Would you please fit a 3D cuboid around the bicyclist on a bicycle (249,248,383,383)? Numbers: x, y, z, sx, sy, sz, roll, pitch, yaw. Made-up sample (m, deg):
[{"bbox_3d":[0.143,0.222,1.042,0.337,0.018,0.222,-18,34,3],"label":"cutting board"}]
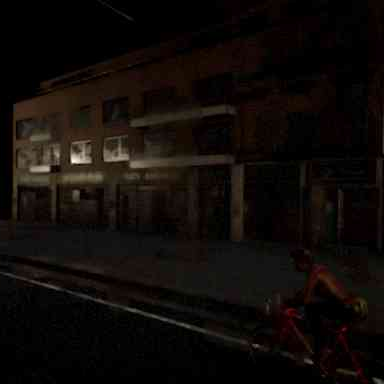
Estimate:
[{"bbox_3d":[1.371,1.464,3.678,1.656,1.620,0.582,-1,0,36],"label":"bicyclist on a bicycle"}]
